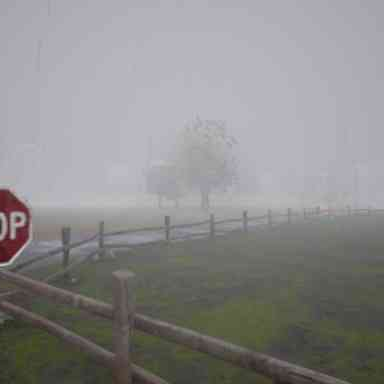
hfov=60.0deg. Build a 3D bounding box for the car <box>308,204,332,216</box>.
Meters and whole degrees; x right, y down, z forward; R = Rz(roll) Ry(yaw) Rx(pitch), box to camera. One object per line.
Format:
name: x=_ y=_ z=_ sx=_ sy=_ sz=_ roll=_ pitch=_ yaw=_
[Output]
car: x=16.315 y=2.257 z=42.242 sx=1.882 sy=1.535 sz=5.008 roll=-1 pitch=-1 yaw=38
